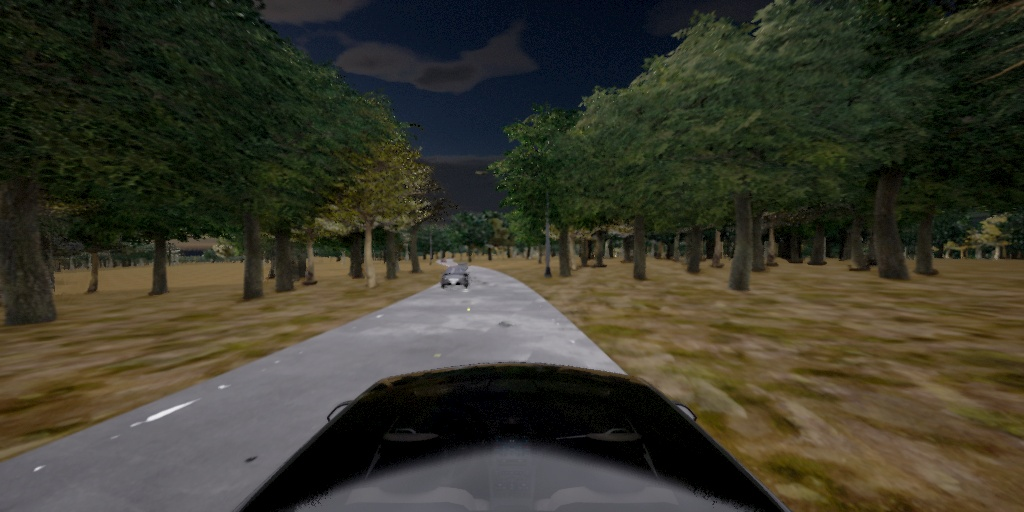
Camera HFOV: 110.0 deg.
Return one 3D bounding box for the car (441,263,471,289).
[{"bbox_3d":[-3.971,1.492,25.784,2.128,1.511,4.902,0,-1,-4],"label":"car"}]
